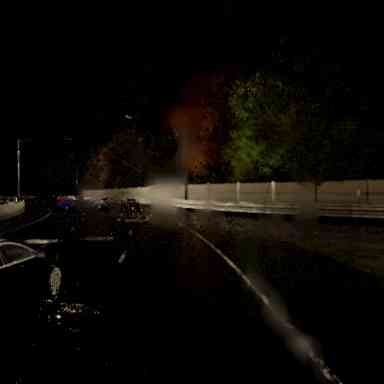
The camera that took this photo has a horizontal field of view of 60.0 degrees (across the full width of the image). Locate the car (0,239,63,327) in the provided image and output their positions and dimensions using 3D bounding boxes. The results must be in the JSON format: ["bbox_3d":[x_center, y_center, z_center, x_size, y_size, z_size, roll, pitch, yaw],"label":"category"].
[{"bbox_3d":[-3.748,1.516,5.553,2.128,1.511,4.902,0,0,-2],"label":"car"}]

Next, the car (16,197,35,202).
[{"bbox_3d":[-37.458,1.660,73.995,4.718,1.301,1.895,0,0,43],"label":"car"}]

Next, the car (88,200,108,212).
[{"bbox_3d":[-11.168,1.648,39.501,1.994,1.385,4.181,0,0,-21],"label":"car"}]

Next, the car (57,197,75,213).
[{"bbox_3d":[-14.907,1.630,39.457,1.812,1.442,4.674,0,0,-22],"label":"car"}]

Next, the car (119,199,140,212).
[{"bbox_3d":[-7.475,1.569,39.621,1.837,1.490,4.892,0,0,-20],"label":"car"}]

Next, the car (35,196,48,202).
[{"bbox_3d":[-34.923,1.591,76.410,5.357,1.411,2.033,0,0,43],"label":"car"}]

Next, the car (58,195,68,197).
[{"bbox_3d":[-30.491,1.383,78.611,2.097,1.767,4.553,0,0,-31],"label":"car"}]
